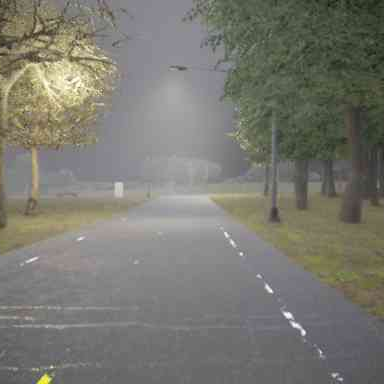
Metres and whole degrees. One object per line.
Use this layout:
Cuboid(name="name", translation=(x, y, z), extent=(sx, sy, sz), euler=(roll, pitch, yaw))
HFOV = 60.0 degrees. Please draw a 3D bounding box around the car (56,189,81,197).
Cuboid(name="car", translation=(-30.010, 0.197, 80.701), extent=(5.566, 2.045, 2.150), euler=(-1, -1, 0))
